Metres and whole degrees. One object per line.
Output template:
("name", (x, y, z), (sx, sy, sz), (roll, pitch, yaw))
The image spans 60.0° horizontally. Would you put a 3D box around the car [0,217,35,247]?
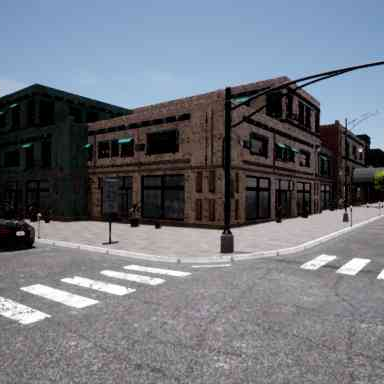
("car", (-8.853, 1.800, 15.259), (4.313, 1.339, 1.947), (-1, -1, 38))
